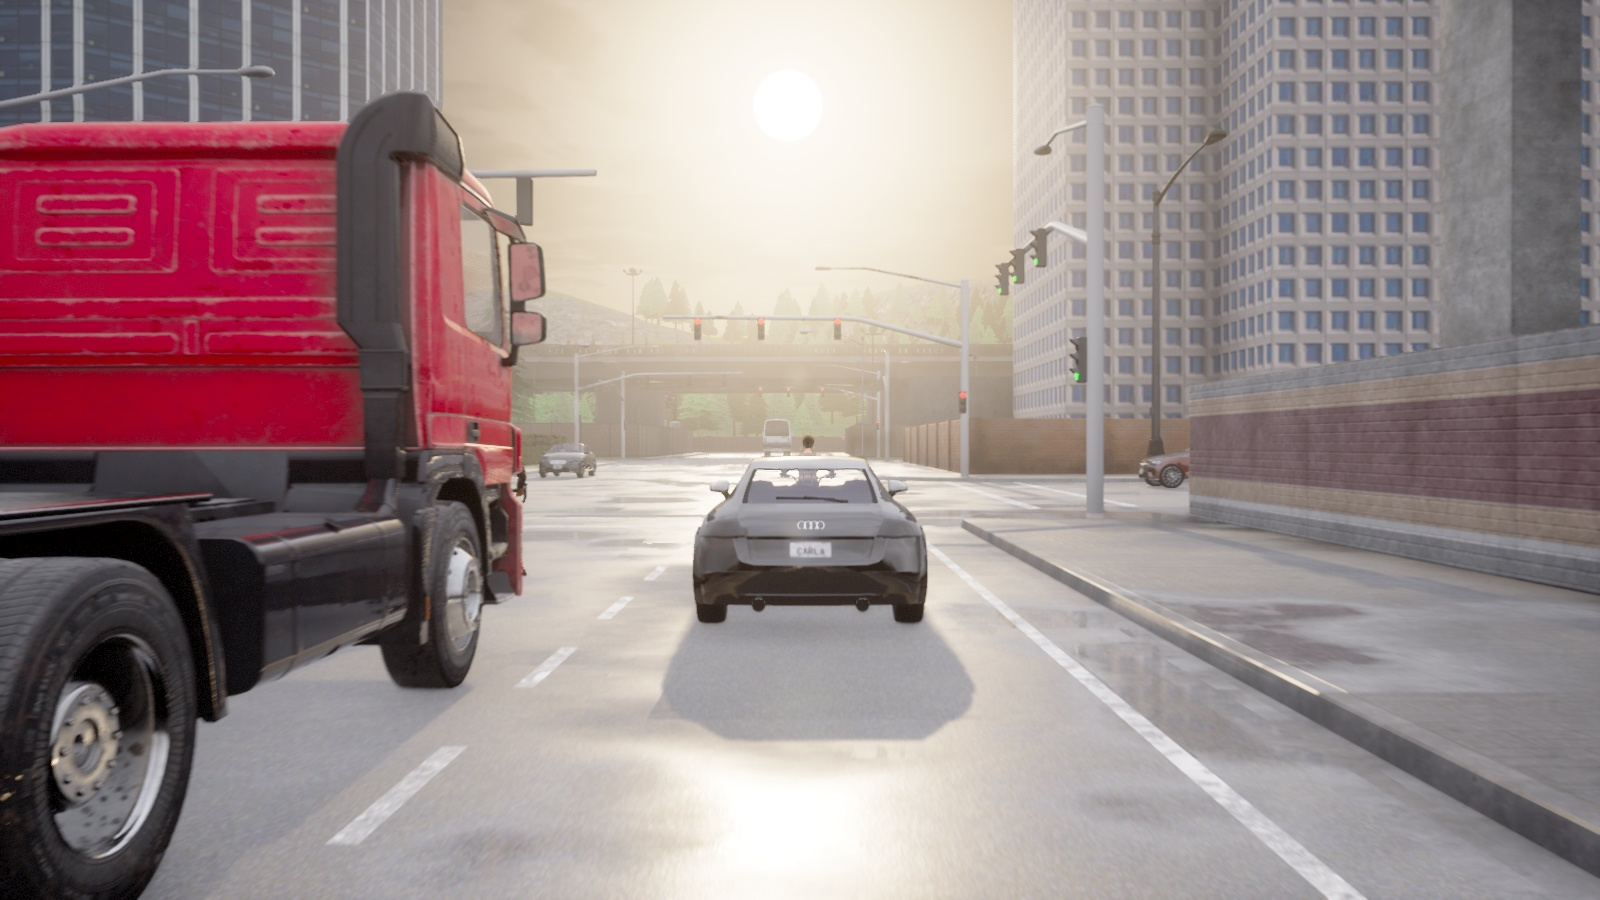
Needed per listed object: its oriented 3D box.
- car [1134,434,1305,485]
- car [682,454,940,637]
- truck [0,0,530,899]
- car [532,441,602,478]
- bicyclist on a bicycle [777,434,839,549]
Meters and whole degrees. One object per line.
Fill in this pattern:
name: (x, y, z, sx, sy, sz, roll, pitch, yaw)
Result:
car: (13.944, 0.300, 41.965, 5.027, 1.651, 2.152, 0, 0, 1)
car: (0.083, 0.744, 11.803, 1.994, 1.385, 4.181, 0, 0, 0)
truck: (-3.454, -0.268, 5.284, 2.891, 3.462, 7.936, 0, 0, 0)
car: (-10.172, 0.384, 55.108, 2.128, 1.511, 4.902, 0, 0, 0)
bicyclist on a bicycle: (0.114, 0.580, 18.323, 0.866, 1.612, 1.509, 0, 0, 0)
